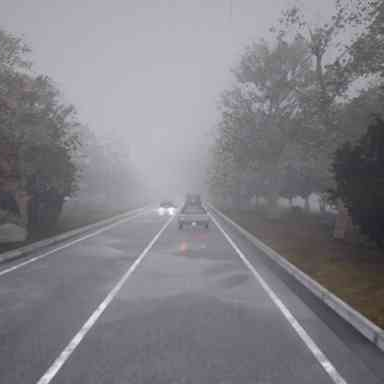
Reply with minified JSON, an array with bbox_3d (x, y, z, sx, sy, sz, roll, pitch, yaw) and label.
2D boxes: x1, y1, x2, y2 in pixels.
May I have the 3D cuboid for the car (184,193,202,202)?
[{"bbox_3d":[0.117,1.168,43.788,2.150,2.045,5.566,0,0,0],"label":"car"}]

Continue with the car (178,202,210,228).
[{"bbox_3d":[0.109,1.584,21.726,1.895,1.301,4.718,0,0,0],"label":"car"}]

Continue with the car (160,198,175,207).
[{"bbox_3d":[-3.562,1.531,48.160,1.895,1.301,4.718,0,0,0],"label":"car"}]
